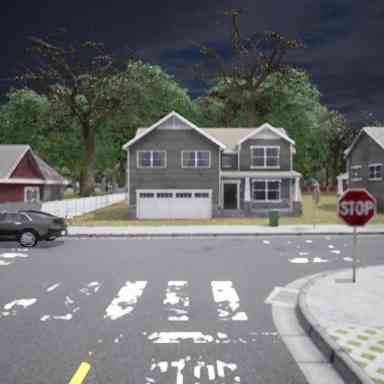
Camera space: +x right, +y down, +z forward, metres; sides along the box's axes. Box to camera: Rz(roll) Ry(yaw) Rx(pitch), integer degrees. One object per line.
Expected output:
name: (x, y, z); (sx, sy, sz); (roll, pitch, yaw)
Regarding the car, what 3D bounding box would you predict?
car: (-7.947, 1.524, 14.418); (4.892, 1.490, 1.837); (0, -1, 4)
